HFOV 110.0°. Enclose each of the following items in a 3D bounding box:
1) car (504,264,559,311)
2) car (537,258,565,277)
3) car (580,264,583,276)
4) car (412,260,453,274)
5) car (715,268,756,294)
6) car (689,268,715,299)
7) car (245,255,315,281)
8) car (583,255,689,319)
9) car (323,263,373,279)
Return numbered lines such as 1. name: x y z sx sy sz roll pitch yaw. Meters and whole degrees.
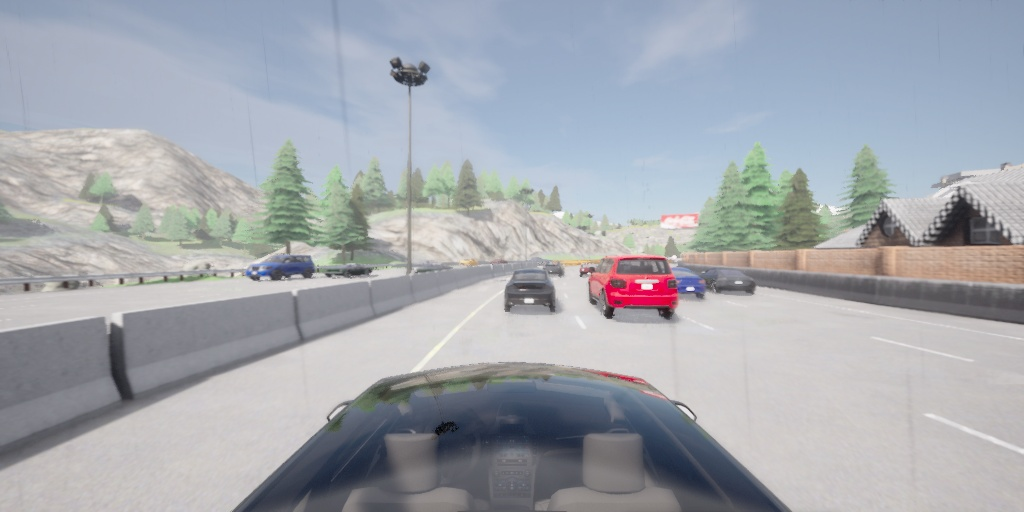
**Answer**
1. car: 0.770 1.258 14.415 1.837 1.490 4.892 0 0 5
2. car: 4.219 1.255 35.902 2.128 1.511 4.902 0 0 13
3. car: 7.852 1.374 36.157 1.895 1.301 4.718 0 0 13
4. car: -7.252 1.333 33.554 1.895 1.301 4.718 0 0 12
5. car: 12.050 1.348 20.621 1.994 1.385 4.181 0 0 8
6. car: 8.198 1.299 18.240 1.812 1.442 4.674 0 0 6
7. car: -18.684 0.925 29.326 2.150 2.045 5.566 0 0 9
8. car: 4.151 0.984 13.135 2.150 2.045 5.566 0 0 5
9. car: -14.623 1.312 32.266 1.895 1.301 4.718 0 0 11
